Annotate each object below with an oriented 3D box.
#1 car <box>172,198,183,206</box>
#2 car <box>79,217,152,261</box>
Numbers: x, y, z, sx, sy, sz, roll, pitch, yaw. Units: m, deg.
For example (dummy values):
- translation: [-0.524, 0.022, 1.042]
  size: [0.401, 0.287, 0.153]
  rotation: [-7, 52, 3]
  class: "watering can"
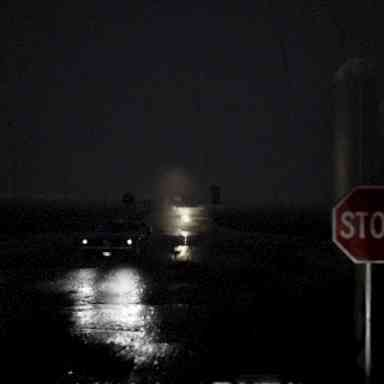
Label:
- translation: [-2.695, 1.834, 62.905]
  size: [2.128, 1.511, 4.902]
  rotation: [0, 0, 0]
  class: "car"
- translation: [-2.736, 1.698, 12.887]
  size: [1.895, 1.301, 4.718]
  rotation: [0, 0, 0]
  class: "car"
